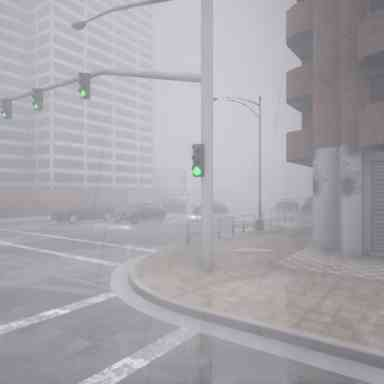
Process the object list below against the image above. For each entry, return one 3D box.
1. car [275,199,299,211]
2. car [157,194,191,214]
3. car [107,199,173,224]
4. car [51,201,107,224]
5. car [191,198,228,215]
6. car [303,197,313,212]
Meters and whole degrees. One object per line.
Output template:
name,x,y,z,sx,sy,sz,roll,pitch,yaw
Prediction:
car,11.648,1.525,40.701,1.812,1.442,4.674,0,0,35
car,-2.541,1.351,33.063,2.097,1.767,4.553,0,0,35
car,-3.817,1.525,25.182,1.812,1.442,4.674,0,0,35
car,-8.118,1.476,25.195,1.882,1.535,5.008,0,0,35
car,1.881,1.563,33.234,1.994,1.385,4.181,0,0,36
car,14.527,1.351,38.682,2.097,1.767,4.553,0,0,35
